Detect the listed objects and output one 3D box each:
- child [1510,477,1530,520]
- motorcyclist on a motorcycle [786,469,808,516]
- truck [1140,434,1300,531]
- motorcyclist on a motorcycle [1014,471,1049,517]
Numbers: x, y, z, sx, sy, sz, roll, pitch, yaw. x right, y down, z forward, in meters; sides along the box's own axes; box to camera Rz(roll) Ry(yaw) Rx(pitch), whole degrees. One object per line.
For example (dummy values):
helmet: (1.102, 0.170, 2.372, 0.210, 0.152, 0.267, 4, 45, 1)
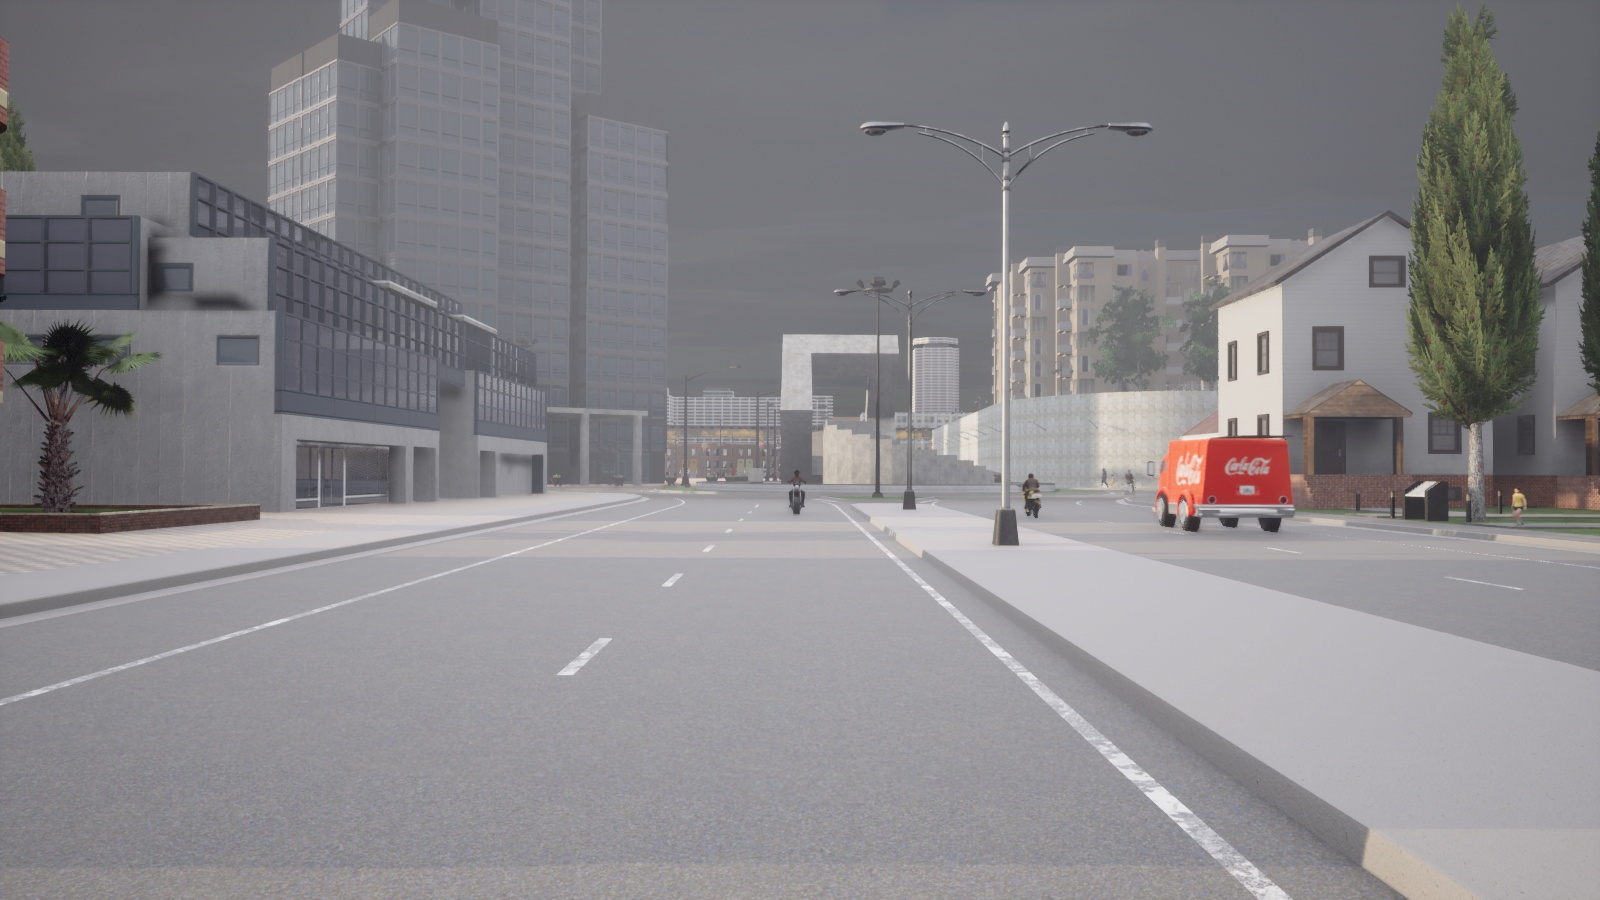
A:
child: (18.875, 1.275, 32.906, 0.394, 1.110, 0.255, 0, -1, -20)
motorcyclist on a motorcycle: (-0.102, 1.526, 45.377, 0.766, 1.649, 2.350, 0, -1, 0)
truck: (11.420, 0.862, 34.636, 2.627, 2.467, 5.204, 0, -1, 0)
motorcyclist on a motorcycle: (7.903, 1.483, 42.876, 0.797, 1.523, 2.044, 0, -1, 0)
